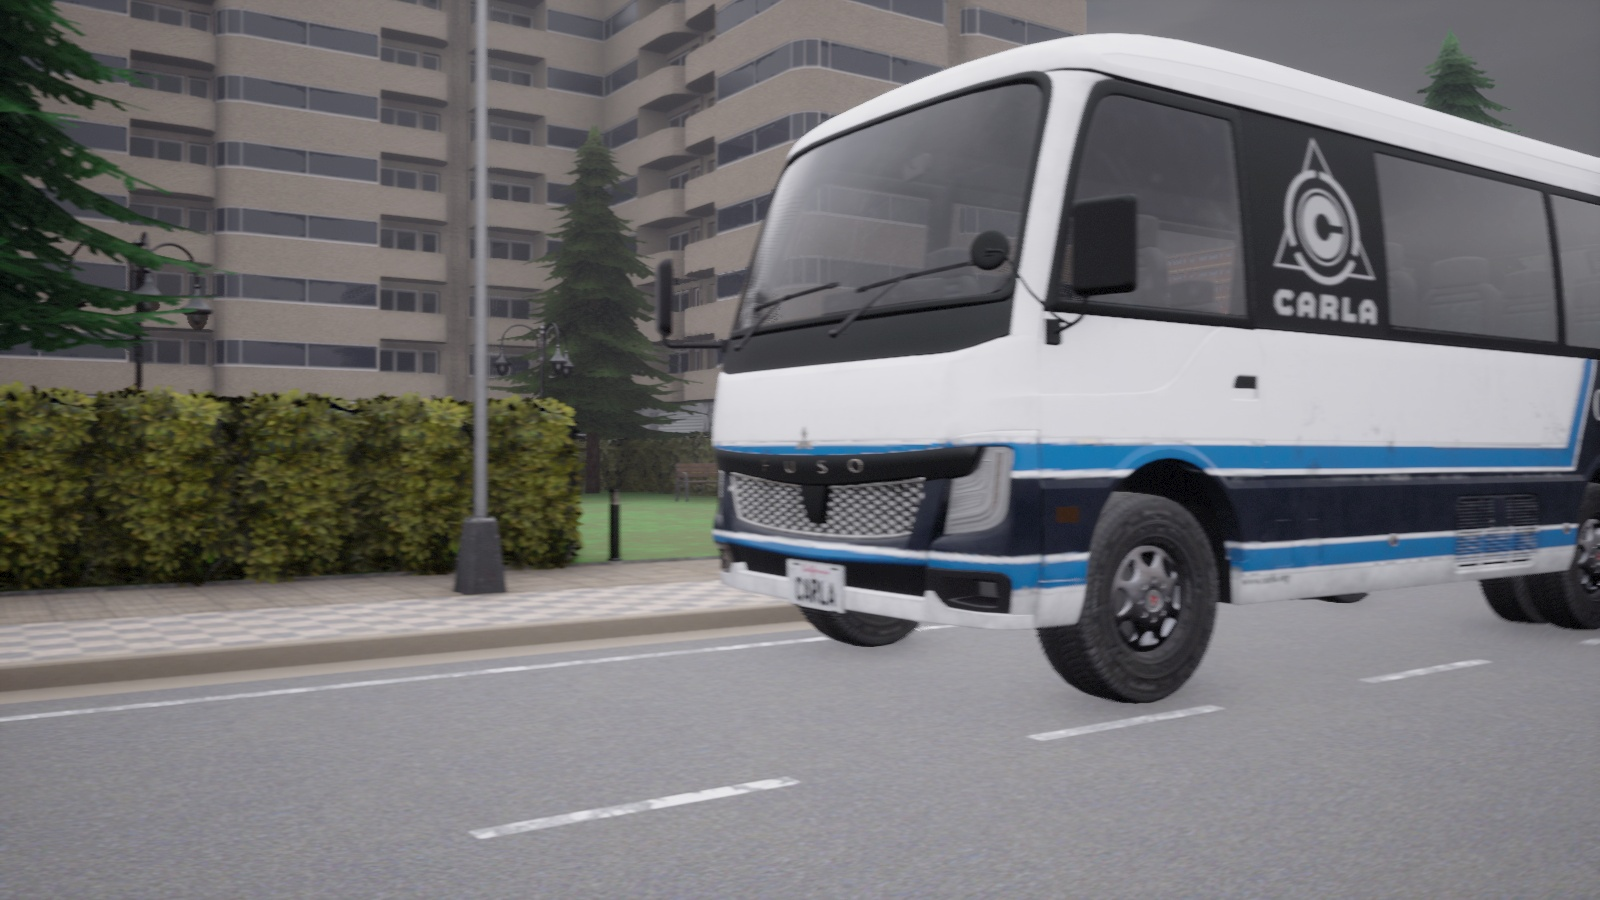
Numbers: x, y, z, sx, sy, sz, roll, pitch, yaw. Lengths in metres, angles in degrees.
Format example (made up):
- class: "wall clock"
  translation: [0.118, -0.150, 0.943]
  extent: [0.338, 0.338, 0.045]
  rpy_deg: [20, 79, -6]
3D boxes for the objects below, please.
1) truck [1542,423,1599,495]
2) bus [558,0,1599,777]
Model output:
- class: "truck"
  translation: [28.708, 0.299, 42.874]
  extent: [2.627, 2.467, 5.204]
  rpy_deg: [0, 0, -34]
- class: "bus"
  translation: [3.619, -0.615, 10.296]
  extent: [10.273, 4.253, 3.944]
  rpy_deg: [0, 0, -34]
